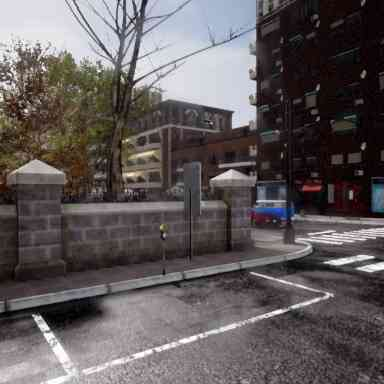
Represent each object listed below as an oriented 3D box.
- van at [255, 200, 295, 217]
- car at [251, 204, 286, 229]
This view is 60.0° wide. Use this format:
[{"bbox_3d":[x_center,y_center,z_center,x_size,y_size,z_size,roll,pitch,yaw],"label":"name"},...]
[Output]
[{"bbox_3d":[7.312,1.643,30.184,1.690,1.788,3.998,-1,0,-36],"label":"van"},{"bbox_3d":[4.459,1.834,24.268,1.994,1.385,4.181,0,-1,-36],"label":"car"}]
